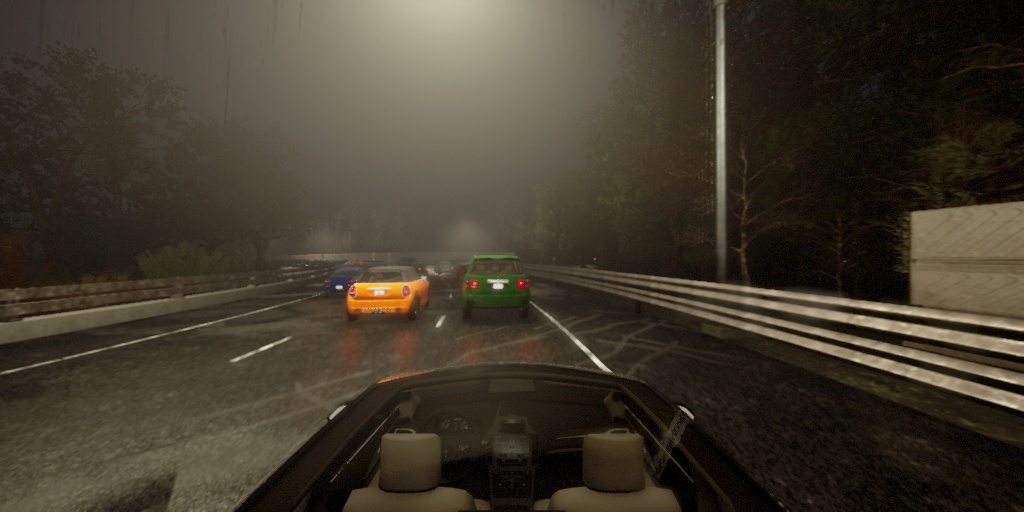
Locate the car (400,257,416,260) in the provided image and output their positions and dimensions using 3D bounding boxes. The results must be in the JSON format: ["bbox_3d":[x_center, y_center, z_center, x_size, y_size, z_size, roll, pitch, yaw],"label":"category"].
[{"bbox_3d":[-18.442,1.189,62.737,2.150,2.045,5.566,0,0,-33],"label":"car"}]

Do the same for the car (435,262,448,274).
[{"bbox_3d":[-8.178,1.406,42.994,1.812,1.442,4.674,0,0,-22],"label":"car"}]

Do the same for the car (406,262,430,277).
[{"bbox_3d":[-10.375,1.427,39.232,2.033,1.411,5.357,0,0,-20],"label":"car"}]

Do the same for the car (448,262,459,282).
[{"bbox_3d":[-4.030,1.312,30.446,1.882,1.535,5.008,0,0,-15],"label":"car"}]

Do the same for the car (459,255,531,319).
[{"bbox_3d":[-0.700,1.002,13.238,2.150,2.045,5.566,0,0,-6],"label":"car"}]

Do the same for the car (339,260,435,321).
[{"bbox_3d":[-4.239,1.145,12.987,2.097,1.767,4.553,0,0,-6],"label":"car"}]

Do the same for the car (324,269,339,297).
[{"bbox_3d":[-8.705,1.352,19.548,1.812,1.442,4.674,0,0,-9],"label":"car"}]
